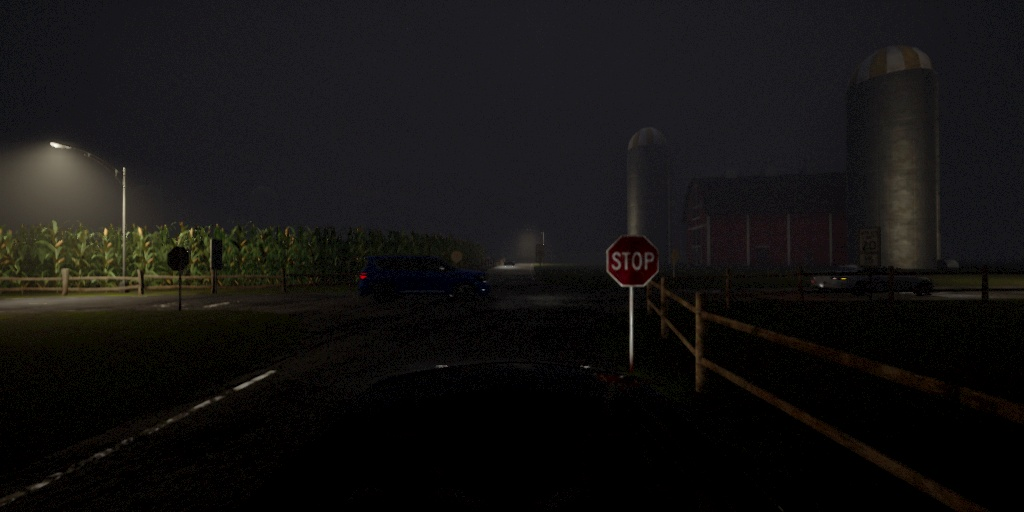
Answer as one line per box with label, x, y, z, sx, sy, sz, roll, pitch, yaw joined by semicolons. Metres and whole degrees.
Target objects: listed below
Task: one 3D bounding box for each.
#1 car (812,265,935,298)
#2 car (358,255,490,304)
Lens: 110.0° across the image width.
car;16.572;1.110;16.591;4.674;1.442;1.812;0;-1;-1
car;-3.751;0.984;15.714;5.566;2.045;2.150;0;0;-3
